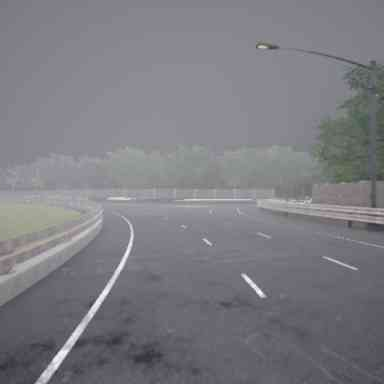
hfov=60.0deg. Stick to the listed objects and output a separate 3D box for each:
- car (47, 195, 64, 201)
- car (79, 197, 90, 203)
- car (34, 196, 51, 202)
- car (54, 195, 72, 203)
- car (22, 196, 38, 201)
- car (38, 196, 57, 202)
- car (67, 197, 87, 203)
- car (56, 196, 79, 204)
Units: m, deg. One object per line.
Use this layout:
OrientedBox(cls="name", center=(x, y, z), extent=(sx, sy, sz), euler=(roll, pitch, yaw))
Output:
OrientedBox(cls="car", center=(-36.161, 1.685, 88.043), extent=(5.008, 1.535, 1.882), euler=(0, 0, 35))
OrientedBox(cls="car", center=(-23.724, 1.829, 71.782), extent=(1.994, 1.385, 4.181), euler=(0, 0, -43))
OrientedBox(cls="car", center=(-38.285, 1.693, 85.261), extent=(4.892, 1.490, 1.837), euler=(0, 0, 35))
OrientedBox(cls="car", center=(-30.608, 1.656, 78.777), extent=(4.553, 1.767, 2.097), euler=(0, 0, 41))
OrientedBox(cls="car", center=(-40.410, 1.733, 82.479), extent=(4.181, 1.385, 1.994), euler=(0, 0, 35))
OrientedBox(cls="car", center=(-32.565, 1.756, 75.811), extent=(5.008, 1.535, 1.882), euler=(0, 0, 41))
OrientedBox(cls="car", center=(-28.156, 1.851, 81.337), extent=(5.357, 1.411, 2.033), euler=(0, 0, 41))
OrientedBox(cls="car", center=(-25.669, 1.814, 68.705), extent=(1.994, 1.385, 4.181), euler=(0, 0, -43))
